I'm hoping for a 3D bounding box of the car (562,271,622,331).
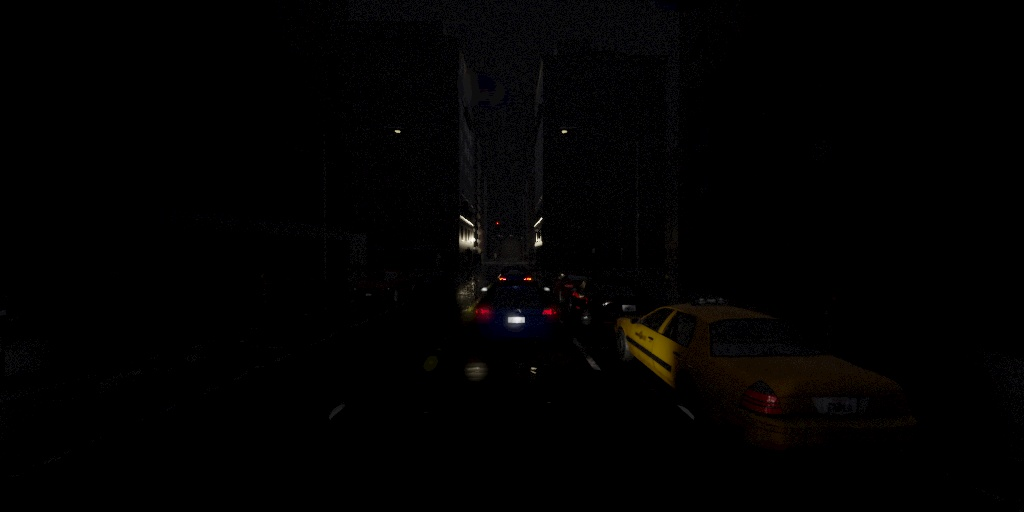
[{"bbox_3d":[2.874,1.313,10.851,1.948,1.339,4.313,0,0,0],"label":"car"}]

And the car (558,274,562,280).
[{"bbox_3d":[2.875,1.327,16.436,1.802,1.307,4.207,0,0,0],"label":"car"}]

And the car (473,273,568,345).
[{"bbox_3d":[0.100,1.312,9.535,1.994,1.385,4.181,0,0,0],"label":"car"}]

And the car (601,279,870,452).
[{"bbox_3d":[2.874,1.274,5.434,1.751,1.417,4.829,0,0,0],"label":"car"}]

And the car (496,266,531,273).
[{"bbox_3d":[0.103,1.270,19.549,1.812,1.442,4.674,0,0,-2],"label":"car"}]

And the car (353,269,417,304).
[{"bbox_3d":[-5.670,1.290,16.434,1.888,1.381,4.507,0,0,0],"label":"car"}]
